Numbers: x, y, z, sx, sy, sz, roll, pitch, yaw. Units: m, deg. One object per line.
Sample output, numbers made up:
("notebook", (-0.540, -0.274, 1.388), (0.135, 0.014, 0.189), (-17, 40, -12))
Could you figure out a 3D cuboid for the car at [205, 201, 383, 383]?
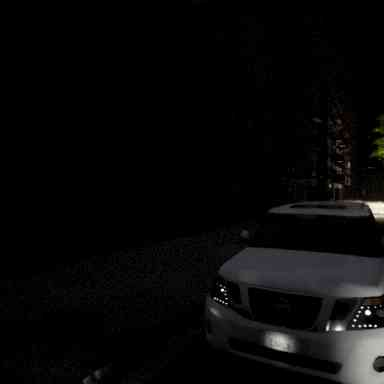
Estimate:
("car", (2.256, 1.221, 5.886), (2.150, 2.045, 5.566), (0, 0, 29))
